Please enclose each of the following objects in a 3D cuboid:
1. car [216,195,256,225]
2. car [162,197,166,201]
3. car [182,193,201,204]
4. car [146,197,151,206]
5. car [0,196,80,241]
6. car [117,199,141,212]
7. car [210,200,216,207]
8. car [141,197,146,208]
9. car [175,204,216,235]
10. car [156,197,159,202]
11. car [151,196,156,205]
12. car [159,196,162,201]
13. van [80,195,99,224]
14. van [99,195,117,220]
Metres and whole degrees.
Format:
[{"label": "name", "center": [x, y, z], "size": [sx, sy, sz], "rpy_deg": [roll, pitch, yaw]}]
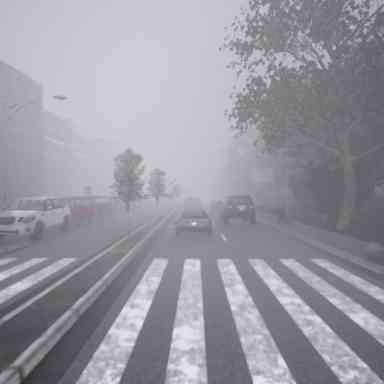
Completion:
[{"label": "car", "center": [3.250, 1.238, 24.527], "size": [2.150, 2.045, 5.566], "rpy_deg": [0, -1, 0]}, {"label": "car", "center": [-7.806, 1.374, 78.232], "size": [2.097, 1.535, 5.008], "rpy_deg": [0, 0, 1]}, {"label": "car", "center": [0.101, 1.363, 42.121], "size": [2.097, 1.767, 4.553], "rpy_deg": [0, 0, 0]}, {"label": "car", "center": [-7.963, 1.515, 50.597], "size": [2.002, 1.452, 4.674], "rpy_deg": [0, 0, 0]}, {"label": "car", "center": [-8.149, 1.254, 17.287], "size": [2.435, 2.045, 5.566], "rpy_deg": [0, 0, 0]}, {"label": "car", "center": [-8.025, 1.246, 39.472], "size": [2.435, 2.045, 5.566], "rpy_deg": [0, 0, 0]}, {"label": "car", "center": [3.249, 1.612, 41.816], "size": [1.895, 1.301, 4.718], "rpy_deg": [0, 0, 0]}, {"label": "car", "center": [-7.993, 1.518, 45.018], "size": [2.163, 1.488, 4.792], "rpy_deg": [0, 0, 0]}, {"label": "car", "center": [0.101, 1.585, 18.841], "size": [1.994, 1.385, 4.181], "rpy_deg": [0, 0, 0]}, {"label": "car", "center": [-7.900, 1.482, 61.689], "size": [2.002, 1.452, 4.674], "rpy_deg": [0, 0, 0]}, {"label": "car", "center": [-7.931, 1.490, 56.113], "size": [2.163, 1.488, 4.792], "rpy_deg": [0, 0, 0]}, {"label": "car", "center": [-7.869, 1.423, 67.240], "size": [2.231, 1.521, 4.892], "rpy_deg": [0, 0, 0]}, {"label": "van", "center": [-8.119, 1.282, 22.745], "size": [1.878, 1.987, 4.442], "rpy_deg": [0, 0, 0]}, {"label": "van", "center": [-8.087, 1.282, 28.292], "size": [1.878, 1.987, 4.442], "rpy_deg": [0, 0, 0]}]
